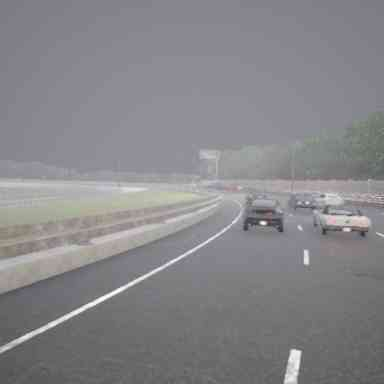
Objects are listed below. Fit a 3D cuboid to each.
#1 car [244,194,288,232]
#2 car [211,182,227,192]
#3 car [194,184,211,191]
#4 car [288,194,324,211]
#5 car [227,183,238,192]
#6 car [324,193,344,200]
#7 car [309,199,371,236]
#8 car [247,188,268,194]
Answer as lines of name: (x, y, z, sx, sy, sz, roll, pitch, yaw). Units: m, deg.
car: (3.720, 1.069, 16.976, 1.837, 1.490, 4.892, 2, 2, 14)
car: (5.269, -1.178, 76.783, 2.150, 2.045, 5.566, 1, 2, -21)
car: (1.951, -0.955, 75.662, 1.837, 1.490, 4.892, 1, 2, -21)
car: (9.769, 0.883, 29.618, 2.033, 1.411, 5.357, 2, 2, 8)
car: (8.607, -1.124, 77.835, 2.150, 2.045, 5.566, 1, 2, -21)
car: (13.651, 0.857, 33.044, 1.812, 1.442, 4.674, 2, 2, 6)
car: (7.173, 1.272, 16.386, 1.895, 1.301, 4.718, 2, 2, 14)
car: (6.707, 0.477, 33.893, 2.097, 1.767, 4.553, 2, 2, 6)
